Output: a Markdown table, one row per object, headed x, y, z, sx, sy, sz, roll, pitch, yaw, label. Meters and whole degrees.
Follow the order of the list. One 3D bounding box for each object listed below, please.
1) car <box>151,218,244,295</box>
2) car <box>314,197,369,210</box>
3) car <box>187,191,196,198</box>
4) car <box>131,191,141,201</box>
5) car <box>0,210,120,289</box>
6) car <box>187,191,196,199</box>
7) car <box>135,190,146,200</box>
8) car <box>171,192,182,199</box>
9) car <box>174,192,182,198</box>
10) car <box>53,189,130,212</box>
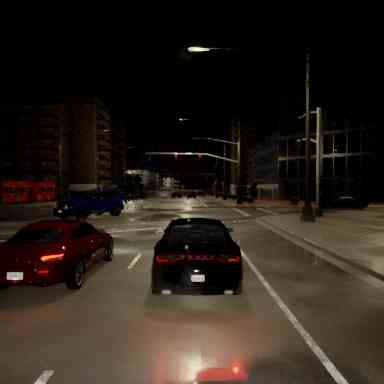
| x | y | z | sx | sy | sz | roll | pitch | yaw | label |
| --- | --- | --- | --- | --- | --- | --- | --- | --- | --- |
| 0.097 | 1.390 | 8.545 | 1.882 | 1.535 | 5.008 | 0 | 1 | 0 | car |
| 14.731 | 1.125 | 33.019 | 4.718 | 1.301 | 1.895 | 0 | 1 | 0 | car |
| -0.102 | 0.602 | 86.905 | 2.097 | 1.767 | 4.553 | 0 | 0 | 0 | car |
| -10.616 | 0.941 | 57.333 | 1.895 | 1.301 | 4.718 | 0 | 0 | 0 | car |
| -3.412 | 1.433 | 8.744 | 1.812 | 1.442 | 4.674 | 0 | 1 | 0 | car |
| -0.081 | 0.760 | 75.430 | 1.882 | 1.535 | 5.008 | 0 | 0 | 0 | car |
| -10.588 | 0.530 | 67.543 | 2.150 | 2.045 | 5.566 | 0 | 0 | 0 | car |
| -3.588 | 0.804 | 75.681 | 1.812 | 1.442 | 4.674 | 0 | 0 | 0 | car |
| -3.600 | 0.681 | 85.683 | 1.837 | 1.490 | 4.892 | 0 | 0 | 0 | car |
| -7.443 | 0.900 | 24.537 | 2.150 | 2.045 | 5.566 | 0 | 1 | 30 | car |
